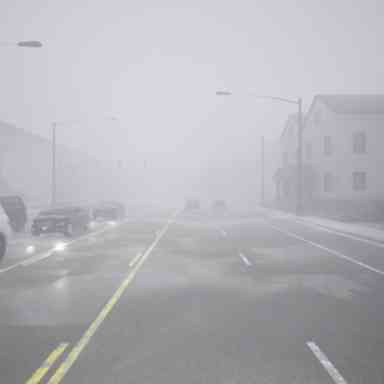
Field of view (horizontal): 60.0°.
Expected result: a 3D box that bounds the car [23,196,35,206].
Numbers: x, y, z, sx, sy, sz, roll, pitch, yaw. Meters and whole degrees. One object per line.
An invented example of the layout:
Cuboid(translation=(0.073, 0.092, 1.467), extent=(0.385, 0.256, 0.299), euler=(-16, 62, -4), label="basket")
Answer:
Cuboid(translation=(-10.596, 1.215, 17.100), extent=(2.150, 2.045, 5.566), euler=(0, 0, 0), label="car")

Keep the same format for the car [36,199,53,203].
Cuboid(translation=(-10.590, 1.538, 27.345), extent=(2.033, 1.411, 5.357), euler=(0, 0, 0), label="car")

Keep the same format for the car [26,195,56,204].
Cuboid(translation=(-28.956, 1.432, 63.926), extent=(2.038, 1.542, 4.974), euler=(0, 0, 29), label="car")

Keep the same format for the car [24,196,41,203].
Cuboid(translation=(-28.199, 1.276, 58.601), extent=(1.853, 1.218, 4.536), euler=(0, 0, -36), label="car")

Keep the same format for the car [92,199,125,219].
Cuboid(translation=(-7.083, 1.468, 28.812), extent=(1.882, 1.535, 5.008), euler=(0, 0, 0), label="car")

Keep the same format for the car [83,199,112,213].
Cuboid(translation=(-10.536, 1.513, 37.427), extent=(1.812, 1.442, 4.674), euler=(0, 0, 1), label="car")

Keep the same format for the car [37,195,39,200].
Cuboid(translation=(-28.158, 1.435, 53.951), extent=(2.038, 1.542, 4.974), euler=(0, 0, 44), label="car")

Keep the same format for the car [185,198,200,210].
Cuboid(translation=(0.089, 1.476, 43.447), extent=(2.128, 1.511, 4.902), euler=(0, 0, 0), label="car")

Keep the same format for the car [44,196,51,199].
Cuboid(translation=(-28.981, 1.274, 63.881), extent=(1.853, 1.218, 4.536), euler=(0, 0, 29), label="car")

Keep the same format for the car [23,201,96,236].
Cuboid(translation=(-7.095, 1.498, 18.424), extent=(1.837, 1.490, 4.892), euler=(0, 0, 0), label="car")

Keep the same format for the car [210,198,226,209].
Cuboid(translation=(3.610, 1.511, 45.559), extent=(1.812, 1.442, 4.674), euler=(0, 0, 0), label="car")

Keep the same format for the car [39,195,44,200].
Cuboid(translation=(-28.168, 1.433, 58.559), extent=(2.038, 1.542, 4.974), euler=(0, 0, -36), label="car")

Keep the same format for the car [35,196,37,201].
Cuboid(translation=(-28.193, 1.277, 53.913), extent=(1.853, 1.218, 4.536), euler=(0, 0, 44), label="car")

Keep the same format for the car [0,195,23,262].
Cuboid(translation=(-7.099, 1.218, 8.872), extent=(2.150, 2.045, 5.566), euler=(0, 0, 0), label="car")
